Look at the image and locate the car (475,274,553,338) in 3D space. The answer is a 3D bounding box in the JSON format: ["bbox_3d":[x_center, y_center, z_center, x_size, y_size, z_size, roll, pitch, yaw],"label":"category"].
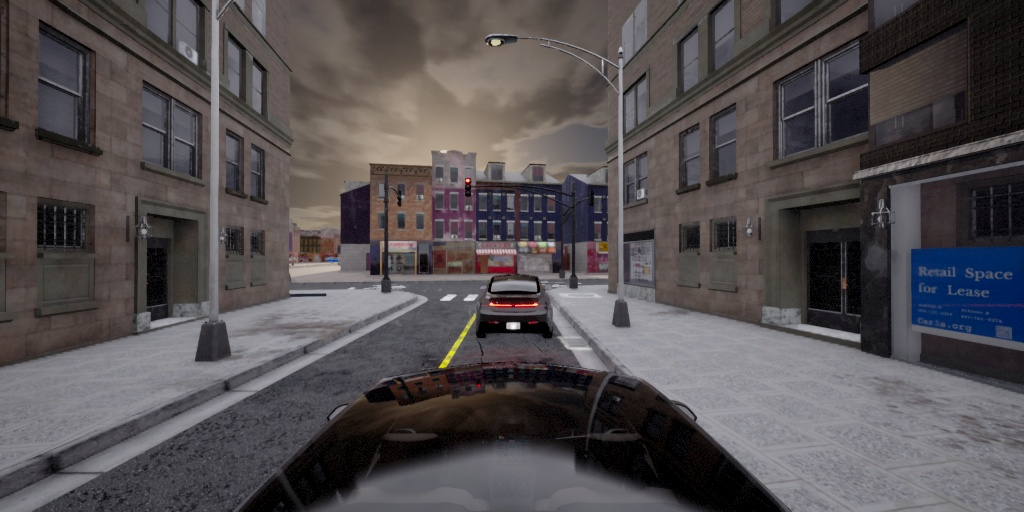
[{"bbox_3d":[0.100,1.256,10.148,1.837,1.490,4.892,0,0,2],"label":"car"}]
